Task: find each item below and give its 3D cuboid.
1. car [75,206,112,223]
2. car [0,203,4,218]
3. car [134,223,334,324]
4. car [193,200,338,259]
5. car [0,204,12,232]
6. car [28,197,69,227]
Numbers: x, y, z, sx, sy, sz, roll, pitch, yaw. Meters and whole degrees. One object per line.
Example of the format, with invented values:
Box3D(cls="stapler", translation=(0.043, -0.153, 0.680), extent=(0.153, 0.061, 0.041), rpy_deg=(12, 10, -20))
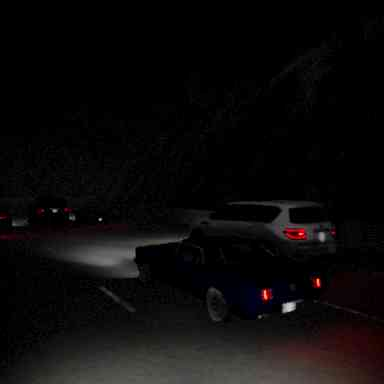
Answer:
Box3D(cls="car", translation=(-8.092, 1.765, 26.939), extent=(1.895, 1.301, 4.718), rpy_deg=(0, 0, -32))
Box3D(cls="car", translation=(-19.960, 1.803, 33.260), extent=(1.895, 1.301, 4.718), rpy_deg=(0, 0, -29))
Box3D(cls="car", translation=(0.416, 1.647, 7.419), extent=(1.895, 1.301, 4.718), rpy_deg=(0, 0, -33))
Box3D(cls="car", translation=(2.069, 1.291, 11.292), extent=(2.150, 2.045, 5.566), rpy_deg=(0, 0, -33))
Box3D(cls="car", translation=(-12.208, 1.628, 20.381), extent=(1.837, 1.490, 4.892), rpy_deg=(0, -1, -33))
Box3D(cls="car", translation=(-10.501, 1.369, 24.198), extent=(2.150, 2.045, 5.566), rpy_deg=(0, 0, -33))
